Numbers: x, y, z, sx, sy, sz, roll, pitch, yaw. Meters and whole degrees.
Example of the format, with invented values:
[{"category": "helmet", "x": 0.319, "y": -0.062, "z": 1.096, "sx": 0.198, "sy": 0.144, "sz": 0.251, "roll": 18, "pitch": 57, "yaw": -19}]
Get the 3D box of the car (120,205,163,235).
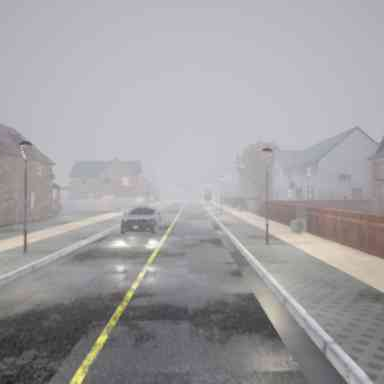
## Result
[{"category": "car", "x": -2.802, "y": 1.511, "z": 19.165, "sx": 1.882, "sy": 1.535, "sz": 5.008, "roll": 0, "pitch": 0, "yaw": 0}]
